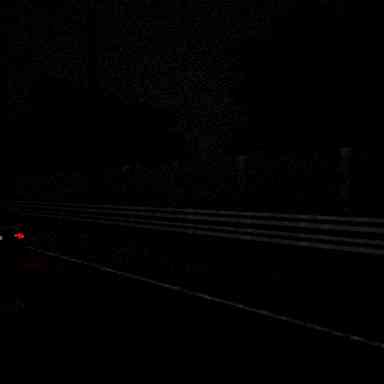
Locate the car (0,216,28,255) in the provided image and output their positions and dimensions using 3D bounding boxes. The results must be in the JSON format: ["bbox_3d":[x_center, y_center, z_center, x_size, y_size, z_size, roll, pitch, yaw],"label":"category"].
[{"bbox_3d":[-7.611,1.434,11.593,5.357,1.411,2.033,0,2,42],"label":"car"}]
